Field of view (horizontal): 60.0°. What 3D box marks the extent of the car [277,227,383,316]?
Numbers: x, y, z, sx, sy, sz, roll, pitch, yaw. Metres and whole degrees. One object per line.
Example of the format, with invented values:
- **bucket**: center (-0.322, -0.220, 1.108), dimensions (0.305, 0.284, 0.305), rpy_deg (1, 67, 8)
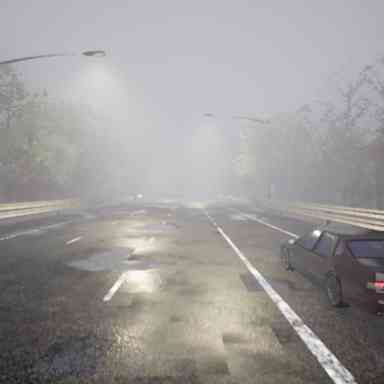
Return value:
- **car**: center (3.565, 1.520, 7.729), dimensions (2.033, 1.411, 5.357), rpy_deg (0, 0, -1)
